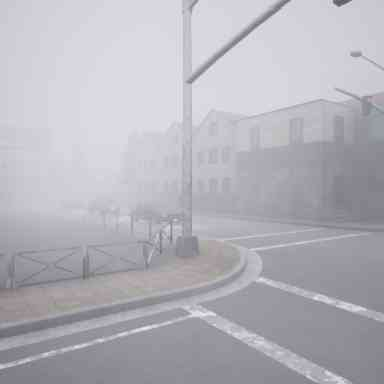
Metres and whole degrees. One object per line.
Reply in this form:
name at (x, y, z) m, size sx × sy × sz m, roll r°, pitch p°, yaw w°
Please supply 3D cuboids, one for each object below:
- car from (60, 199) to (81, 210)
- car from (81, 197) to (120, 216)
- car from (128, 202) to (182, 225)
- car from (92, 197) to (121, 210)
car at (-14.109, 1.425, 39.269) m, size 1.895 × 1.301 × 4.718 m, roll 0°, pitch 0°, yaw -35°
car at (-8.291, 1.315, 30.995) m, size 2.128 × 1.511 × 4.902 m, roll 0°, pitch 0°, yaw -35°
car at (-2.549, 1.371, 22.874) m, size 2.033 × 1.411 × 5.357 m, roll 0°, pitch 0°, yaw -35°
car at (-10.476, 1.329, 40.454) m, size 1.837 × 1.490 × 4.892 m, roll 0°, pitch 0°, yaw -35°
